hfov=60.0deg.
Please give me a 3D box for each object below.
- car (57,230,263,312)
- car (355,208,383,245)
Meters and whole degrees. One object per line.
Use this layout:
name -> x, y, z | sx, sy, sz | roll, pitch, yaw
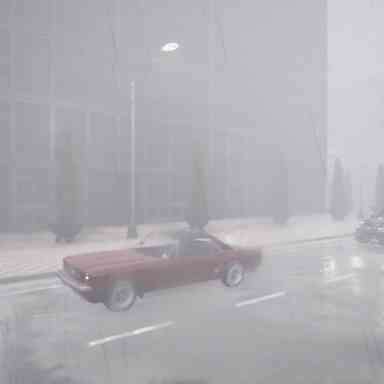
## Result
car -> -0.585, 1.628, 7.878 | 4.718, 1.301, 1.895 | 0, 0, -36
car -> 9.386, 1.435, 14.971 | 4.553, 1.767, 2.097 | 0, 0, -34
